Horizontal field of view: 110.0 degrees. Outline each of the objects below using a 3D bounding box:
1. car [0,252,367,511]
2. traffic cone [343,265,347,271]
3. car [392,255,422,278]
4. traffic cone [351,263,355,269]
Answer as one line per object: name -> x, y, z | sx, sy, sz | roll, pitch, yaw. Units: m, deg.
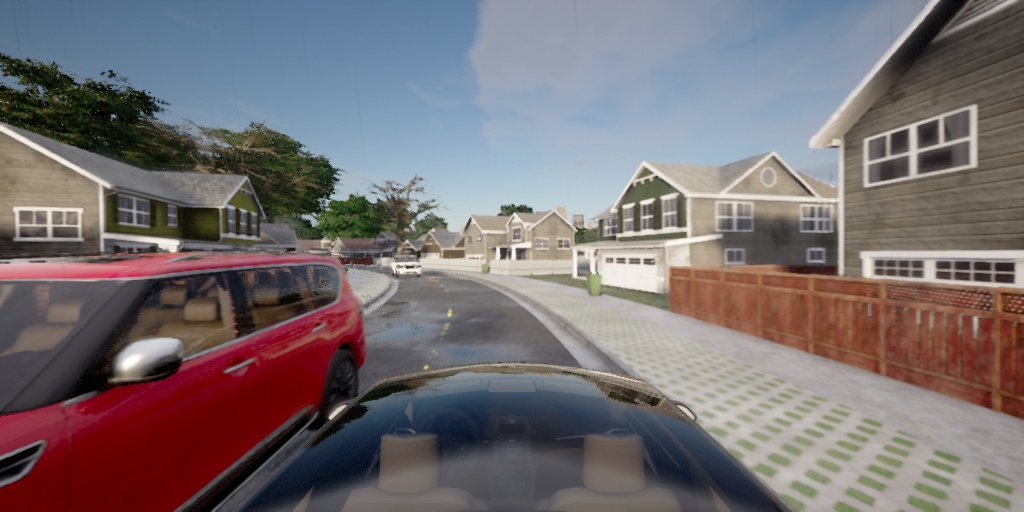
car -> -2.966, 0.989, 2.616 | 2.150, 2.045, 5.566 | 0, 1, -2
traffic cone -> -26.272, 1.674, 55.877 | 0.340, 0.580, 0.340 | 0, 0, -45
car -> -9.857, 0.926, 33.298 | 2.150, 2.045, 5.566 | 0, 0, -24
traffic cone -> -22.981, 1.668, 52.319 | 0.340, 0.580, 0.340 | 0, 0, -41
